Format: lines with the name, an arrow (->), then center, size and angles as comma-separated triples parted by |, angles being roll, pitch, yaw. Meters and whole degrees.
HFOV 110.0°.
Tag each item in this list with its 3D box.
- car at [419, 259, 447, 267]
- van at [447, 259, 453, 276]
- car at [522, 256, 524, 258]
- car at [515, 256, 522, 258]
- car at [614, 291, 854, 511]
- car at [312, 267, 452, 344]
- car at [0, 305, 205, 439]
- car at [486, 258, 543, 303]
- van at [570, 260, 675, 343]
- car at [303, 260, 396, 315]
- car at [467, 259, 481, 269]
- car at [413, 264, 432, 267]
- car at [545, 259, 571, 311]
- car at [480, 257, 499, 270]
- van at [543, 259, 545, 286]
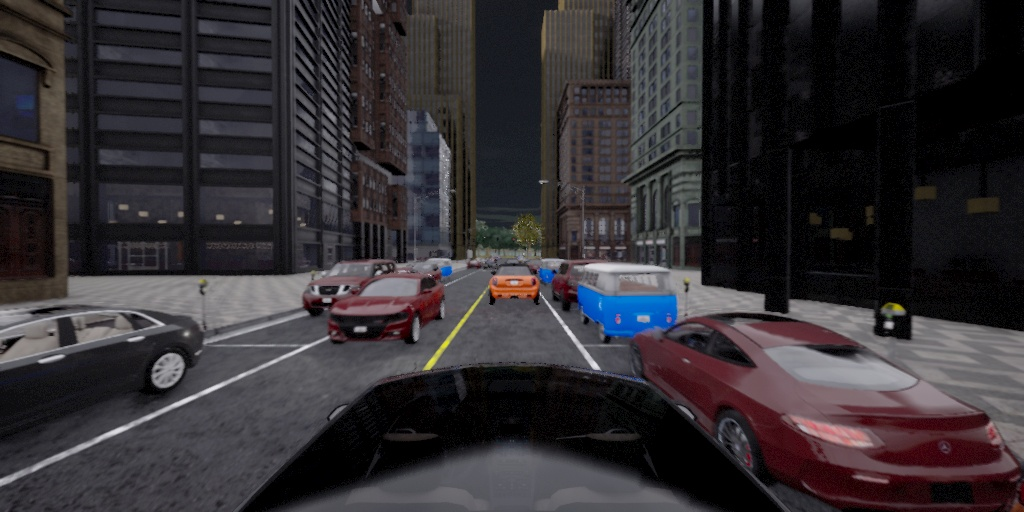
car -> -5.770, 1.187, 23.479 | 1.967, 1.591, 4.097 | 0, 0, 0
van -> -5.771, 1.086, 28.366 | 1.690, 1.789, 3.998 | 0, 0, 0
car -> 2.376, 1.093, 38.427 | 2.097, 1.767, 4.553 | 0, 0, 0
car -> 0.087, 1.090, 43.922 | 2.097, 1.767, 4.553 | 0, 0, 0
car -> 2.776, 1.332, 4.328 | 1.802, 1.307, 4.207 | 0, 0, 0
car -> -3.093, 1.227, 9.817 | 1.882, 1.535, 5.008 | 0, 0, 0
car -> -5.764, 1.301, 3.934 | 2.007, 1.370, 4.403 | 0, 0, 0
car -> 0.095, 1.100, 16.614 | 2.097, 1.767, 4.553 | 0, 0, 0
van -> 2.780, 1.090, 9.416 | 1.690, 1.789, 3.998 | 0, 0, 0
car -> -5.767, 1.064, 13.707 | 2.192, 1.841, 5.009 | 0, 0, 0
car -> -5.779, 1.275, 54.452 | 1.888, 1.381, 4.507 | 0, 0, 0
car -> -5.768, 1.293, 18.593 | 1.888, 1.381, 4.507 | 0, 0, 0
car -> 2.785, 1.063, 14.504 | 2.192, 1.841, 5.009 | 0, 0, 0
car -> -3.085, 1.296, 52.191 | 1.994, 1.385, 4.181 | 0, 0, 0
van -> 2.793, 1.087, 24.679 | 1.690, 1.789, 3.998 | 0, 0, 0
